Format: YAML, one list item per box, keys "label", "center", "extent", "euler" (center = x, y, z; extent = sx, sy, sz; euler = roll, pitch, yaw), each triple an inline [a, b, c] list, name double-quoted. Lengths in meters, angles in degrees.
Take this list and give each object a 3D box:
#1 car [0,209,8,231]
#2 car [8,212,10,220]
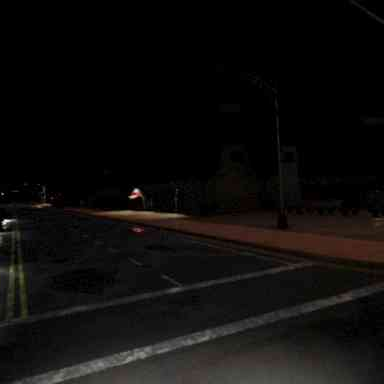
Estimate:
- label: "car"
  center: [-16.006, 2.363, 26.298]
  extent: [2.033, 1.411, 5.357]
  euler: [-3, 0, -28]
- label: "car"
  center: [-23.952, 2.783, 41.506]
  extent: [1.994, 1.385, 4.181]
  euler: [-3, 0, -28]
